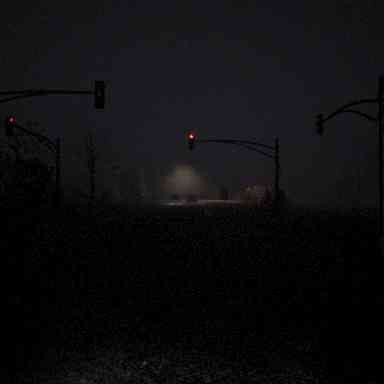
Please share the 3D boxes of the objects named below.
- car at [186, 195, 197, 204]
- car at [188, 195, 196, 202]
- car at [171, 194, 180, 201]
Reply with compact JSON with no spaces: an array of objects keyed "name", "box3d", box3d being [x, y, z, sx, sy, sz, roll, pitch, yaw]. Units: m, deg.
[{"name":"car","box3d":[-0.060,1.424,67.993,2.097,1.767,4.553,0,0,0]},{"name":"car","box3d":[-0.069,1.425,78.028,1.837,1.490,4.892,0,0,0]},{"name":"car","box3d":[-3.564,1.195,72.195,1.837,1.490,4.892,0,0,0]}]
